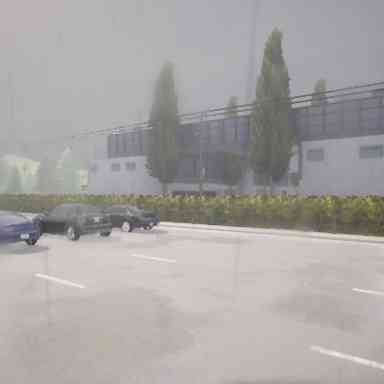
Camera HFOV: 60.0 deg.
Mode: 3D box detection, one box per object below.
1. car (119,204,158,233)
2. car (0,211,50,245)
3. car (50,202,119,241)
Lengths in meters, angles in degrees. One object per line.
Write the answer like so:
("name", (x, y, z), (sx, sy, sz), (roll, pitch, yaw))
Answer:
("car", (-4.204, 1.514, 19.765), (4.892, 1.490, 1.837), (0, 0, 36))
("car", (-8.269, 1.530, 14.066), (4.674, 1.442, 1.812), (0, 0, 36))
("car", (-6.212, 1.363, 16.898), (4.553, 1.767, 2.097), (0, 0, 36))
